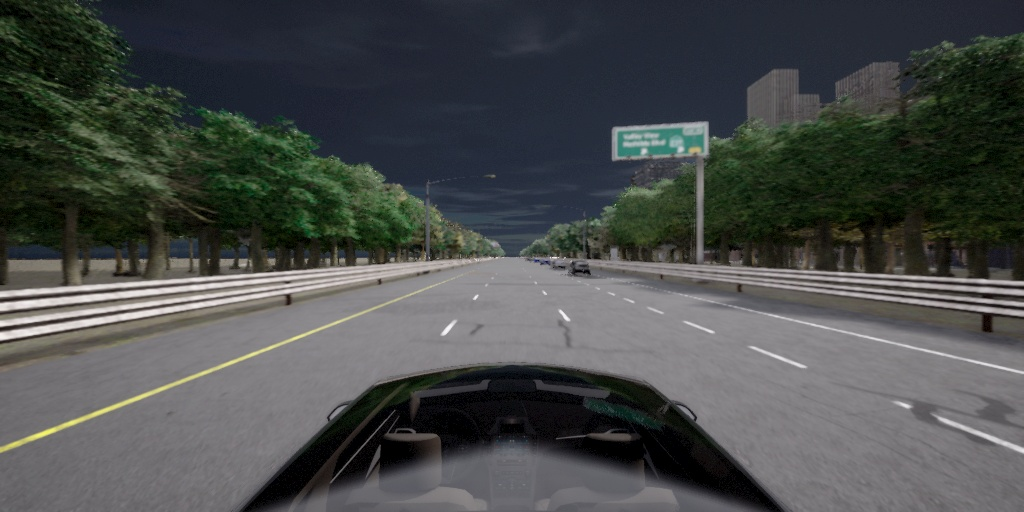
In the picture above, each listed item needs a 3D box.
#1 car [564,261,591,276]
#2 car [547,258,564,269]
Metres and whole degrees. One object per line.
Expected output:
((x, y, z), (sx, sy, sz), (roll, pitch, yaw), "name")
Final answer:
((7.026, 1.259, 37.882), (1.837, 1.490, 4.892), (0, 0, 0), "car")
((7.039, 1.295, 54.817), (2.033, 1.411, 5.357), (0, 0, 0), "car")
